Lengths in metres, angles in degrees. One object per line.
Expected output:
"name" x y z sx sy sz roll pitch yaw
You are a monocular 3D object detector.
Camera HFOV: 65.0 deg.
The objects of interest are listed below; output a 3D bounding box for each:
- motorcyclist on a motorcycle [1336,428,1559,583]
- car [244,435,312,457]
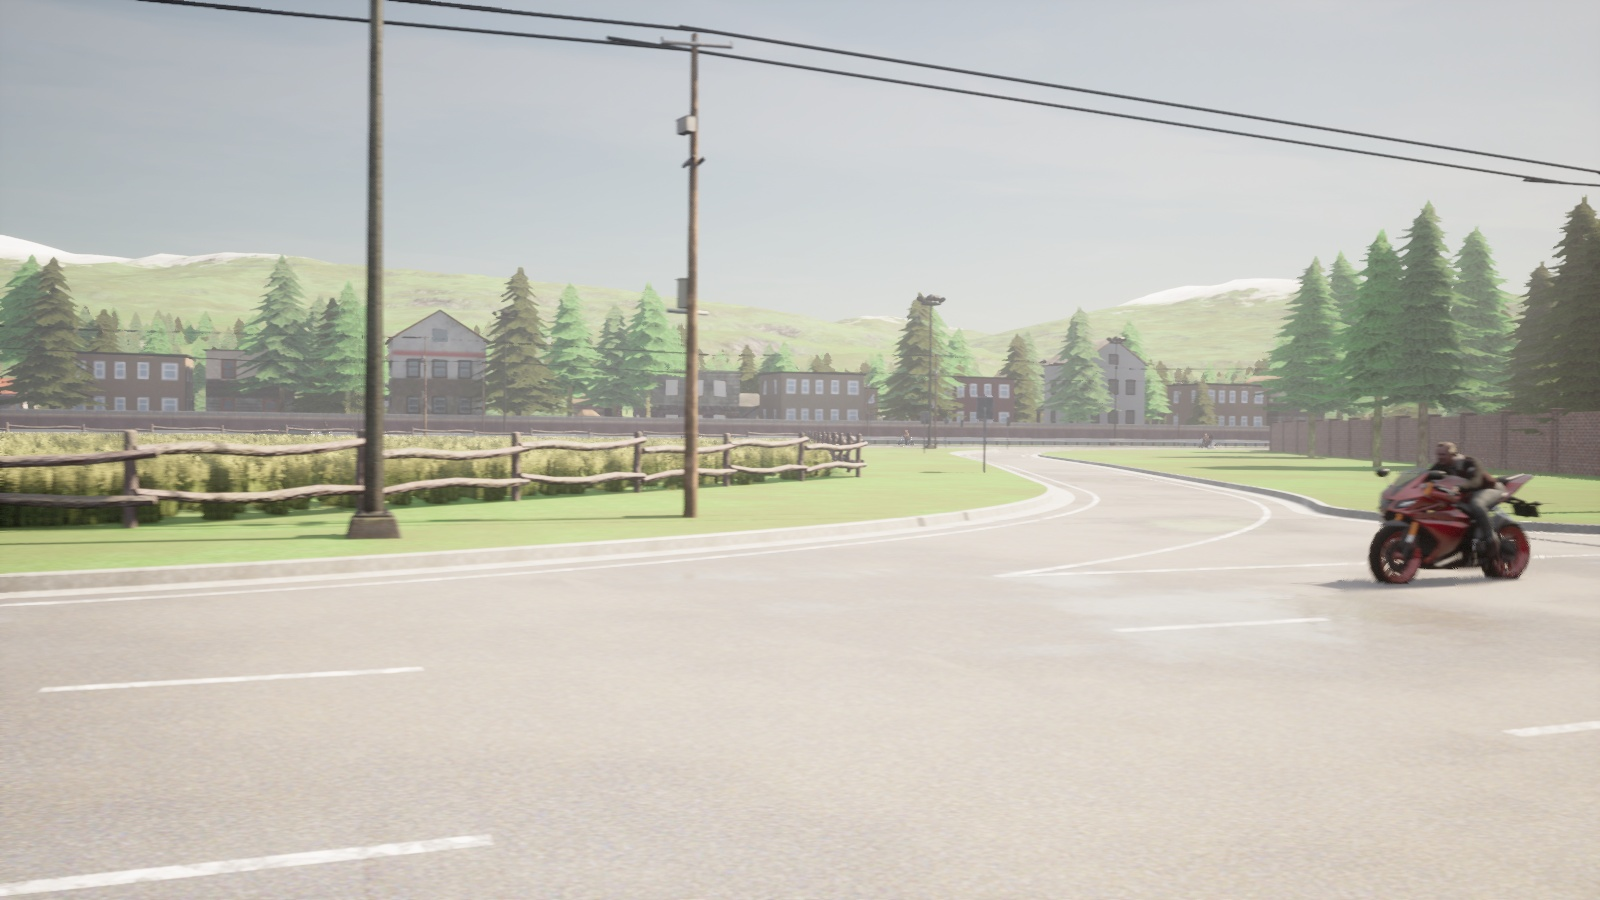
"motorcyclist on a motorcycle" 6.878 0.541 13.339 2.191 1.530 0.866 -1 1 -21
"car" -38.167 -0.338 91.904 4.514 1.525 2.007 -1 1 -21
